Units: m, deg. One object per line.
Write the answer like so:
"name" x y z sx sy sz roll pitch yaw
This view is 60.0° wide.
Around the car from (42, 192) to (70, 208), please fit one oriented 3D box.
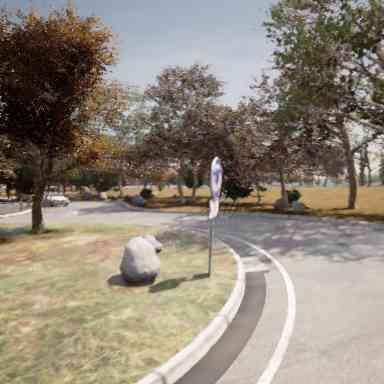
"car" -14.295 0.740 34.036 4.674 1.442 1.812 1 3 41
